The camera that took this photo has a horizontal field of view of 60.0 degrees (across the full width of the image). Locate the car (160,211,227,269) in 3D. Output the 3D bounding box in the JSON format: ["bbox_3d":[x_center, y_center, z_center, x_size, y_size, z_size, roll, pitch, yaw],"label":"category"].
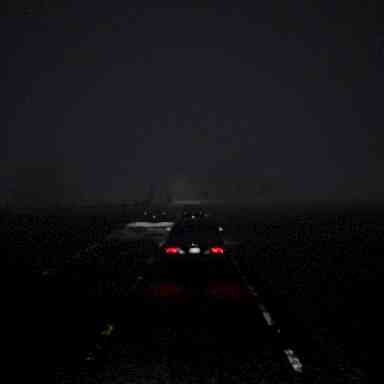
[{"bbox_3d":[0.082,1.583,11.203,2.033,1.411,5.357,0,0,0],"label":"car"}]

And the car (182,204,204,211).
[{"bbox_3d":[0.082,1.690,28.096,1.895,1.301,4.718,0,0,0],"label":"car"}]

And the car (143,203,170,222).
[{"bbox_3d":[-2.850,1.613,27.533,1.812,1.442,4.674,0,0,0],"label":"car"}]
